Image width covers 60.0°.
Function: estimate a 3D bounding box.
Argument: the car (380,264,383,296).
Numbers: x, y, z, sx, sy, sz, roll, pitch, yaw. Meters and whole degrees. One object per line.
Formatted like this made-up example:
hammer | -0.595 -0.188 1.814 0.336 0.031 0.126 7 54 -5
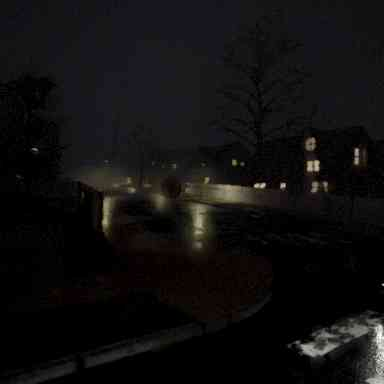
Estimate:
car | 5.925 1.465 7.134 4.902 1.511 2.128 -2 4 -35
